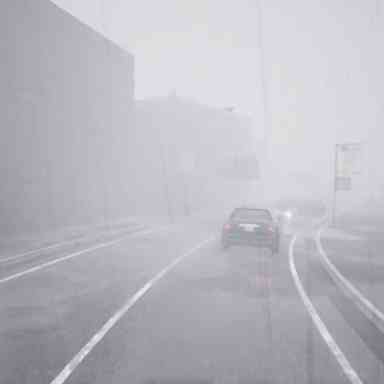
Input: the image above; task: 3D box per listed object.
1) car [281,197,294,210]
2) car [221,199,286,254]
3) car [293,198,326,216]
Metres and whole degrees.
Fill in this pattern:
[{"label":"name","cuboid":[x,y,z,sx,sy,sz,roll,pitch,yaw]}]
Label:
[{"label":"car","cuboid":[10.935,1.255,37.872,1.895,1.301,4.718,3,2,32]},{"label":"car","cuboid":[2.631,1.317,13.825,2.097,1.767,4.553,2,1,17]},{"label":"car","cuboid":[11.392,1.439,31.563,1.994,1.385,4.181,3,2,30]}]
